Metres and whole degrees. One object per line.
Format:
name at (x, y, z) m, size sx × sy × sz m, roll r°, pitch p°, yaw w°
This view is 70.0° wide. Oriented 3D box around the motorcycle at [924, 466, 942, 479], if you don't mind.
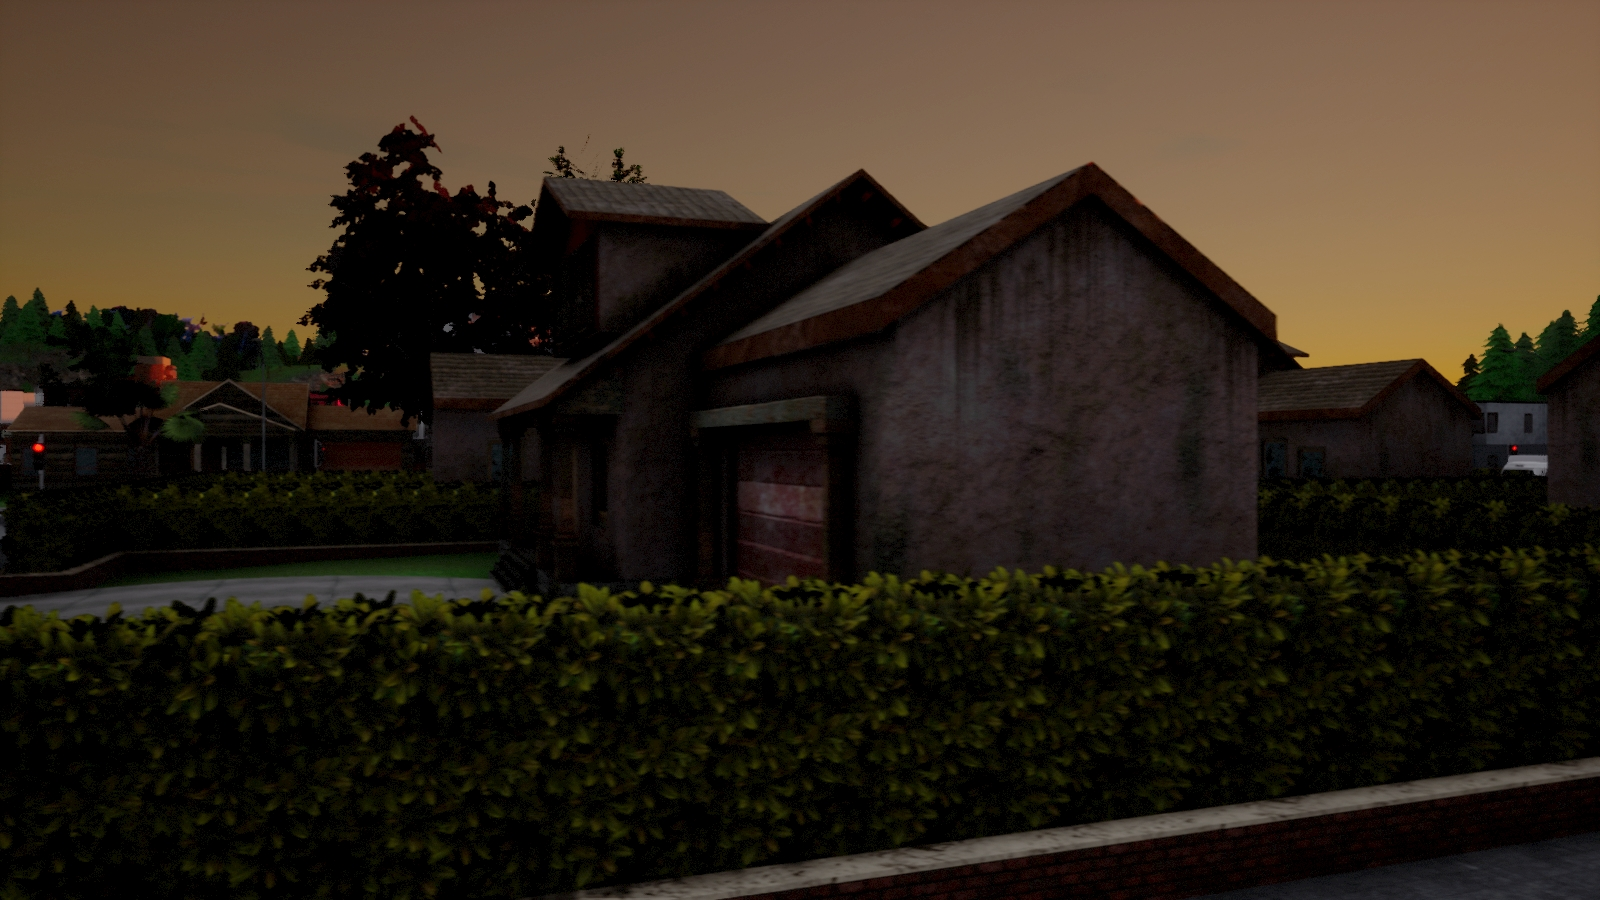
motorcycle at (12.567, 2.158, 108.115) m, size 0.803 × 1.199 × 2.033 m, roll 0°, pitch 0°, yaw -20°
